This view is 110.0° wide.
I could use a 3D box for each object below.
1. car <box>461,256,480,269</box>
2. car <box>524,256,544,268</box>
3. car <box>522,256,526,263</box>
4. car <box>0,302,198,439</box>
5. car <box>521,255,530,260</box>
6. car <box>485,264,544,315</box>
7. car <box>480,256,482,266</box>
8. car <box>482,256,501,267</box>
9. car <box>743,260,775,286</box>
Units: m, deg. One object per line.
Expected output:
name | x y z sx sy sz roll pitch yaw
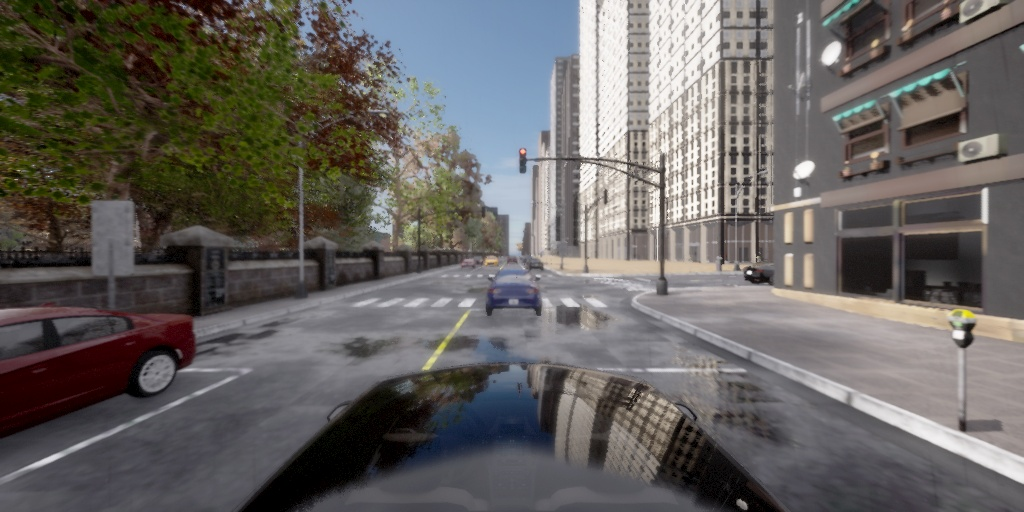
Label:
car | -5.656 0.970 47.306 1.802 1.307 4.207 0 0 0
car | 2.720 0.996 41.667 1.948 1.339 4.313 0 0 0
car | 2.724 0.953 47.299 1.948 1.339 4.313 0 0 0
car | -5.819 1.278 3.757 1.888 1.381 4.507 0 0 0
car | 2.729 0.911 52.932 1.948 1.339 4.313 0 0 0
car | 0.069 1.183 12.977 1.812 1.442 4.674 0 0 0
car | -5.647 0.744 58.571 1.967 1.591 4.097 0 0 0
car | -3.030 0.814 54.192 1.882 1.535 5.008 0 0 0
car | 14.698 0.881 19.073 4.313 1.339 1.948 0 0 0
